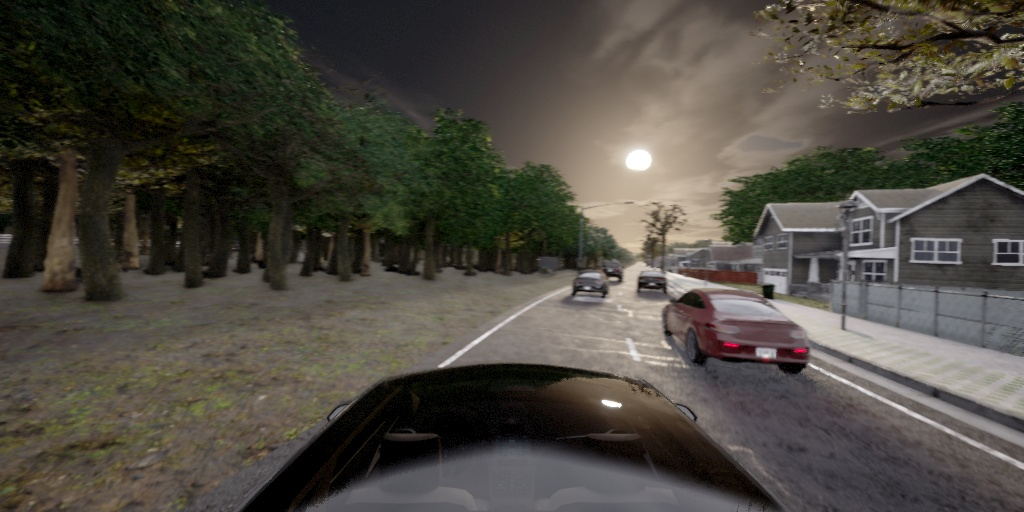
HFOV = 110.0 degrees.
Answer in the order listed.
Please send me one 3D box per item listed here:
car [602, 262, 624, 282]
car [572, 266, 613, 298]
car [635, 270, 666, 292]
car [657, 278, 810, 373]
[{"bbox_3d":[10.991,1.667,39.279,2.150,2.045,5.566,2,-1,20],"label":"car"},{"bbox_3d":[4.607,1.519,20.761,1.812,1.442,4.674,2,0,18],"label":"car"},{"bbox_3d":[9.872,1.730,25.493,1.882,1.535,5.008,2,-1,19],"label":"car"},{"bbox_3d":[4.757,1.470,8.233,1.812,1.442,4.674,2,0,13],"label":"car"}]
